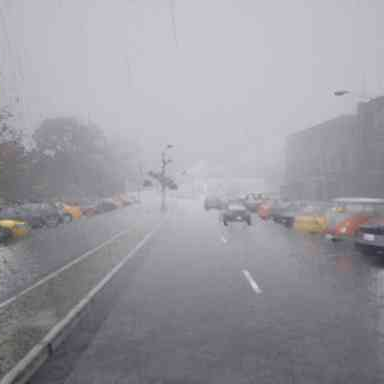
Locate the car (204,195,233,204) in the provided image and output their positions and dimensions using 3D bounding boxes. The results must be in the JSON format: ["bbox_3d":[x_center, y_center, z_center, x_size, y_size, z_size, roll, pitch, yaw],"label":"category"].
[{"bbox_3d":[5.225,1.442,65.504,5.366,1.575,1.946,1,0,-26],"label":"car"}]

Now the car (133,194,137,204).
[{"bbox_3d":[-11.775,1.497,53.577,5.366,1.575,1.946,-1,0,-24],"label":"car"}]

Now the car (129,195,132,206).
[{"bbox_3d":[-11.518,1.543,47.589,4.674,1.452,2.002,-1,0,-23],"label":"car"}]

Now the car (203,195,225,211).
[{"bbox_3d":[2.437,1.476,41.226,2.128,1.511,4.902,0,0,-3],"label":"car"}]

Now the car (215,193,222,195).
[{"bbox_3d":[6.185,1.453,56.558,4.892,1.521,2.231,1,0,-25],"label":"car"}]

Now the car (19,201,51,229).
[{"bbox_3d":[-10.474,1.503,17.981,4.892,1.521,2.231,-1,0,-20],"label":"car"}]

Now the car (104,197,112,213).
[{"bbox_3d":[-10.760,1.531,32.817,4.792,1.488,2.163,-1,0,-22],"label":"car"}]

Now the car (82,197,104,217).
[{"bbox_3d":[-10.724,1.532,29.823,4.792,1.488,2.163,-1,0,-21],"label":"car"}]

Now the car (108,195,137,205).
[{"bbox_3d":[-12.397,1.377,59.412,4.553,1.767,2.185,-1,0,-25],"label":"car"}]

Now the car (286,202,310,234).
[{"bbox_3d":[7.907,1.476,17.402,5.366,1.575,1.946,1,0,-20],"label":"car"}]

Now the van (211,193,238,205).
[{"bbox_3d":[5.833,1.223,59.517,4.442,1.987,1.878,1,0,-25],"label":"van"}]

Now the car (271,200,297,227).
[{"bbox_3d":[7.722,1.475,20.345,5.008,1.535,2.097,1,0,-21],"label":"car"}]

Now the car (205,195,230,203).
[{"bbox_3d":[5.280,1.481,68.565,4.792,1.488,2.163,1,0,-26],"label":"car"}]

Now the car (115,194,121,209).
[{"bbox_3d":[-11.062,1.377,38.710,4.553,1.767,2.185,-1,0,-22],"label":"car"}]

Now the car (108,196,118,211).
[{"bbox_3d":[-10.893,1.501,35.759,5.008,1.535,2.097,-1,0,-22],"label":"car"}]

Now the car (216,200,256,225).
[{"bbox_3d":[2.988,1.517,23.670,1.812,1.442,4.674,0,0,-1],"label":"car"}]

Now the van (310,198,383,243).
[{"bbox_3d":[7.643,1.250,14.274,4.442,1.987,1.878,1,0,-20],"label":"van"}]

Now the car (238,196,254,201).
[{"bbox_3d":[7.477,1.467,32.429,5.008,1.535,2.097,1,0,-22],"label":"car"}]

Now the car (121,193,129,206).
[{"bbox_3d":[-11.313,1.376,44.643,4.553,1.767,2.185,-1,0,-23],"label":"car"}]

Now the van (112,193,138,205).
[{"bbox_3d":[-12.595,1.276,62.399,4.442,1.987,1.878,-1,0,-25],"label":"van"}]

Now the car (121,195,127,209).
[{"bbox_3d":[-11.346,1.502,41.601,5.366,1.575,1.946,-1,0,-23],"label":"car"}]

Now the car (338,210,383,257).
[{"bbox_3d":[7.782,1.509,11.319,4.792,1.488,2.163,1,0,-20],"label":"car"}]

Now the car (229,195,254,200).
[{"bbox_3d":[7.271,1.463,38.463,5.008,1.535,2.097,1,0,-23],"label":"car"}]

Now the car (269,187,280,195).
[{"bbox_3d":[19.913,0.160,80.754,2.002,1.452,4.674,-7,4,-30],"label":"car"}]

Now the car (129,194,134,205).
[{"bbox_3d":[-11.720,1.543,50.543,4.674,1.452,2.002,-1,0,-24],"label":"car"}]

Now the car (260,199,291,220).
[{"bbox_3d":[7.665,1.474,23.364,4.892,1.521,2.231,1,0,-21],"label":"car"}]

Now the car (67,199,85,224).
[{"bbox_3d":[-10.549,1.502,23.914,5.008,1.535,2.097,-1,0,-21],"label":"car"}]

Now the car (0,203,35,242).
[{"bbox_3d":[-10.287,1.497,15.081,5.366,1.575,1.946,-1,0,-20],"label":"car"}]

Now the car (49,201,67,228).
[{"bbox_3d":[-10.485,1.376,20.959,4.553,1.767,2.185,-1,0,-21],"label":"car"}]

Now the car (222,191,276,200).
[{"bbox_3d":[7.108,1.209,41.467,5.566,2.045,2.435,1,0,-23],"label":"car"}]

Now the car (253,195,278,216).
[{"bbox_3d":[7.605,1.345,26.383,4.553,1.767,2.185,1,0,-21],"label":"car"}]

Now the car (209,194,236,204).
[{"bbox_3d":[5.703,1.323,62.590,4.553,1.767,2.185,1,0,-25],"label":"car"}]
